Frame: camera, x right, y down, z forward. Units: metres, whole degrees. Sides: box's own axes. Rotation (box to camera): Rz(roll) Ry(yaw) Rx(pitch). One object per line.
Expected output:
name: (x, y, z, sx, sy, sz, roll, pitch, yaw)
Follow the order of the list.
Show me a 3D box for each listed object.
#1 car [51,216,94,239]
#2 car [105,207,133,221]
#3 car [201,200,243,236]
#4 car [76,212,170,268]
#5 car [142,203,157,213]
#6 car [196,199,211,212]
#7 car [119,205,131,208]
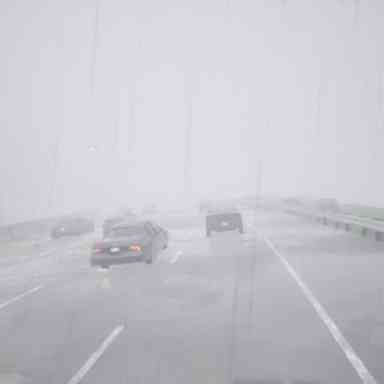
car: (-8.540, 2.478, 24.157, 1.994, 1.385, 4.181, -5, 0, 1)
car: (-5.044, 2.101, 23.744, 1.812, 1.442, 4.674, -5, 0, 1)
car: (1.690, 1.384, 18.484, 1.882, 1.535, 5.008, -5, 0, 3)
car: (-2.123, 1.797, 12.627, 2.033, 1.411, 5.357, -5, 0, 5)
car: (-5.765, 2.212, 45.742, 1.882, 1.535, 5.008, -5, 0, -6)
car: (1.638, 1.526, 40.119, 1.812, 1.442, 4.674, -5, 0, -4)
car: (-9.375, 2.564, 46.966, 1.882, 1.535, 5.008, -5, 0, -7)
